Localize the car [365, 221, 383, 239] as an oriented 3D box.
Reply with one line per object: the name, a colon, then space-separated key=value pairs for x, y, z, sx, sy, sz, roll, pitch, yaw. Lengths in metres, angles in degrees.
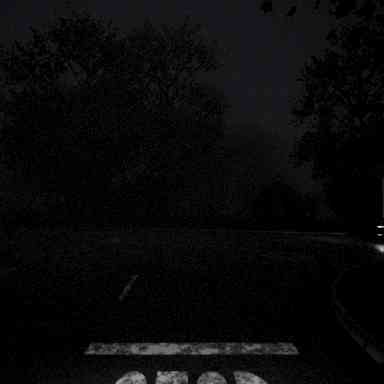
car: x=11.662 y=1.820 z=17.193 sx=5.008 sy=1.535 sz=1.882 roll=2 pitch=-1 yaw=0
